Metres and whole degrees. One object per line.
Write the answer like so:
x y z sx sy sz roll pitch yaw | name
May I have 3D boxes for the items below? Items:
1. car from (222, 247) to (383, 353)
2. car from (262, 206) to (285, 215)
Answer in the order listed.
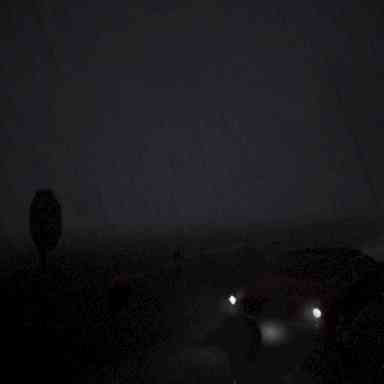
2.638 1.895 6.883 1.895 1.301 4.718 -6 -4 40 | car
19.125 4.631 80.335 4.611 1.667 2.242 -6 -4 39 | car
